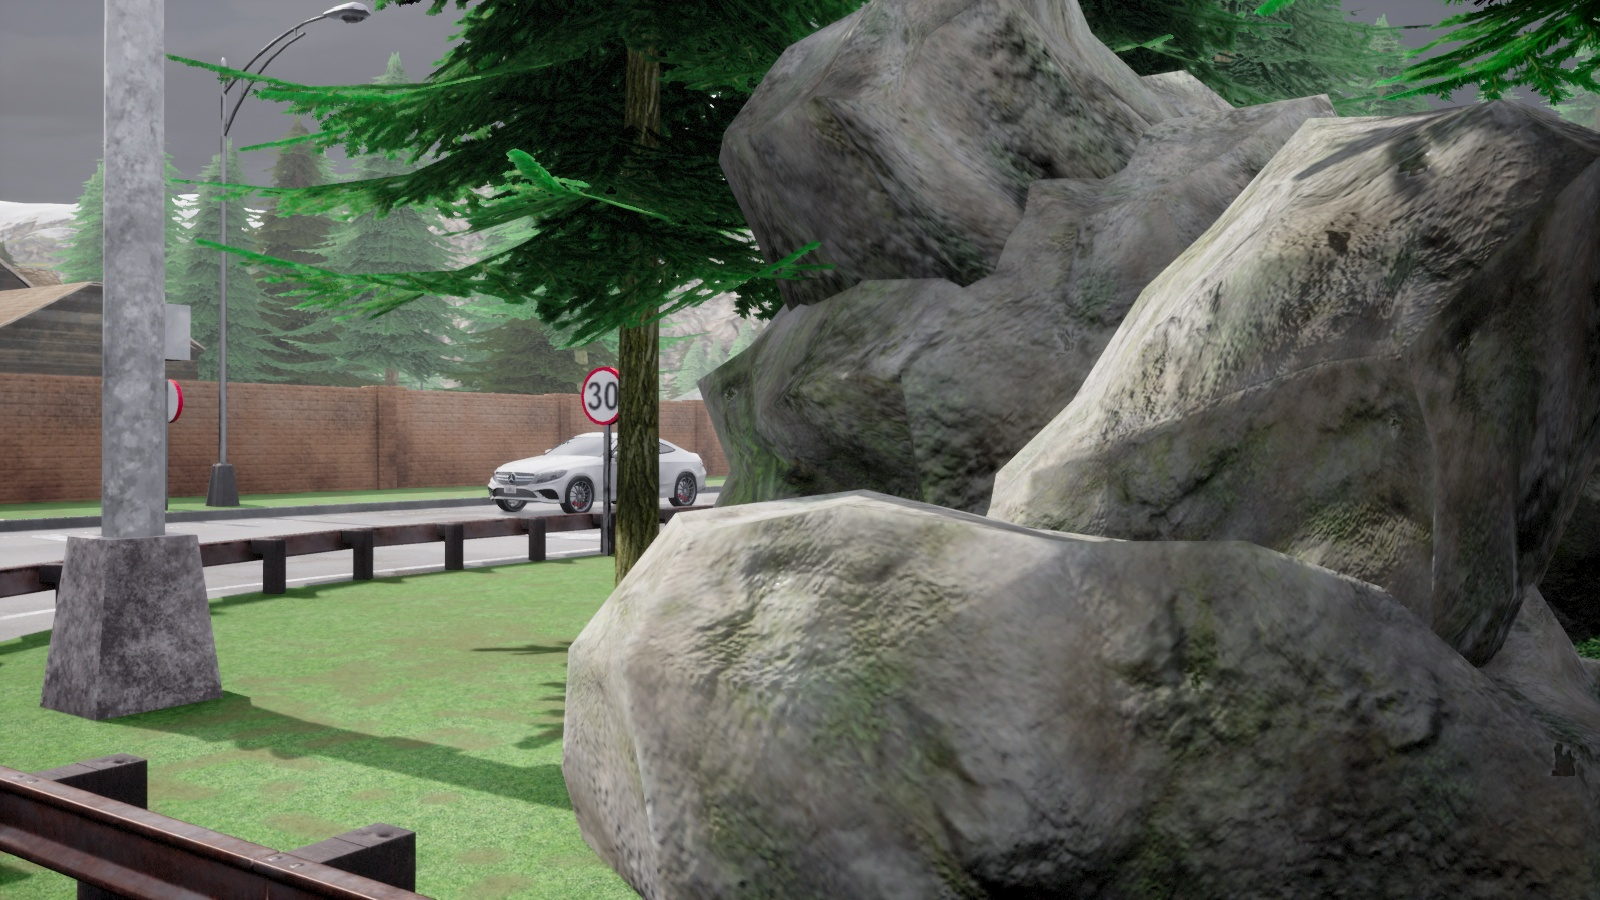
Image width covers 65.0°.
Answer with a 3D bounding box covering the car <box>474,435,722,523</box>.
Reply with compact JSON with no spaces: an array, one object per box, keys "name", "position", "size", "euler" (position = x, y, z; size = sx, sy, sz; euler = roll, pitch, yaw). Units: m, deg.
[{"name":"car","position":[-3.608,0.457,23.271],"size":[1.812,1.442,4.674],"euler":[0,1,34]}]
